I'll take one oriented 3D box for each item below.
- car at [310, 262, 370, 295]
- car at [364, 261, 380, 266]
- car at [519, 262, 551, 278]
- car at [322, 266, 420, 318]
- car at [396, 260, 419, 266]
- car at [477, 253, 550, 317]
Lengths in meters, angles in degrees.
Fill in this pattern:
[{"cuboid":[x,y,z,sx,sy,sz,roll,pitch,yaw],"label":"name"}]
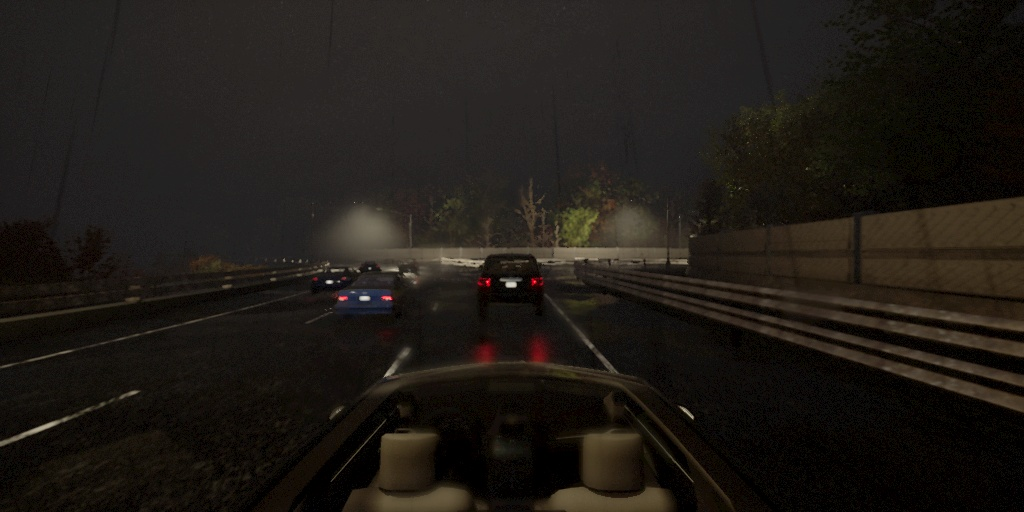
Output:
[{"cuboid":[-9.400,1.248,19.625,1.994,1.385,4.181,0,0,-12],"label":"car"},{"cuboid":[-14.650,1.181,37.033,1.994,1.385,4.181,0,0,-21],"label":"car"},{"cuboid":[2.183,1.220,32.680,1.895,1.301,4.718,0,0,17],"label":"car"},{"cuboid":[-4.577,1.256,12.810,2.033,1.411,5.357,0,0,-8],"label":"car"},{"cuboid":[-10.163,1.112,35.098,2.128,1.511,4.902,0,0,-20],"label":"car"},{"cuboid":[-0.051,0.924,13.159,2.150,2.045,5.566,0,0,-1],"label":"car"}]
